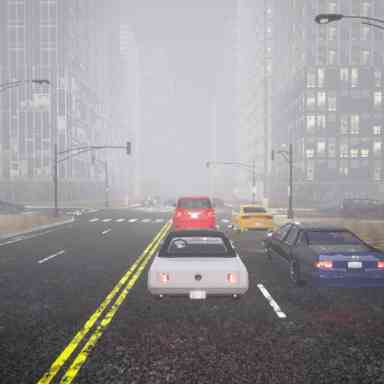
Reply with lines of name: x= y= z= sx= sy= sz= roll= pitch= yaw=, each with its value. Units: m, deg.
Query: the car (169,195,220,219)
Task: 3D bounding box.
car: x=0.117 y=1.212 z=18.088 sx=2.150 sy=2.045 sz=5.566 roll=0 pitch=0 yaw=0

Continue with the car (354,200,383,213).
car: x=21.848 y=1.642 z=39.043 sx=4.829 sy=1.417 sz=1.752 roll=1 pitch=0 yaw=1

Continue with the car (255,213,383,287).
car: x=3.364 y=1.543 z=9.356 sx=2.033 sy=1.411 sz=5.357 roll=0 pitch=0 yaw=0

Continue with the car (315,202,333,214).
car: x=16.405 y=1.659 z=36.545 sx=5.357 sy=1.411 sz=2.033 roll=1 pitch=1 yaw=1

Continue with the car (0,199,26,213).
car: x=-19.360 y=1.408 z=33.970 sx=4.181 sy=1.385 sz=1.994 roll=1 pitch=1 yaw=1

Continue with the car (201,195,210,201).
car: x=3.330 y=1.457 z=81.564 sx=2.033 sy=1.411 sz=5.357 roll=0 pitch=0 yaw=0

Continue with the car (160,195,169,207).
car: x=-3.289 y=1.529 z=51.177 sx=1.994 sy=1.385 sz=4.181 roll=0 pitch=0 yaw=0

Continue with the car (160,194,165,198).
car: x=-6.495 y=1.432 z=60.417 sx=1.882 sy=1.535 sz=5.008 roll=0 pitch=0 yaw=-1

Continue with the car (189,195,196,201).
car: x=0.080 y=1.449 z=82.183 sx=1.812 sy=1.442 sz=4.674 roll=0 pitch=0 yaw=0

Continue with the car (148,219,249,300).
car: x=0.110 y=1.597 z=8.329 sx=1.895 sy=1.301 sz=4.718 roll=0 pitch=0 yaw=0

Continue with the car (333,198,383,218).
car: x=16.231 y=1.519 z=30.762 sx=5.009 sy=1.841 sz=2.192 roll=1 pitch=0 yaw=1

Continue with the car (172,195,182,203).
car: x=-3.181 y=1.465 z=71.526 sx=2.128 sy=1.511 sz=4.902 roll=0 pitch=0 yaw=0

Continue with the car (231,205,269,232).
car: x=3.372 y=1.468 z=19.175 sx=1.882 sy=1.535 sz=5.008 roll=0 pitch=0 yaw=1

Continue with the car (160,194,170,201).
car: x=-6.422 y=1.283 z=80.617 sx=2.097 sy=1.767 sz=4.553 roll=0 pitch=0 yaw=0

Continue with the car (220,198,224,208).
car: x=3.330 y=1.447 z=46.664 sx=1.882 sy=1.535 sz=5.008 roll=-1 pitch=0 yaw=-3

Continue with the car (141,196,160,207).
car: x=-6.545 y=1.457 z=50.744 sx=2.128 sy=1.511 sz=4.902 roll=0 pitch=0 yaw=0
